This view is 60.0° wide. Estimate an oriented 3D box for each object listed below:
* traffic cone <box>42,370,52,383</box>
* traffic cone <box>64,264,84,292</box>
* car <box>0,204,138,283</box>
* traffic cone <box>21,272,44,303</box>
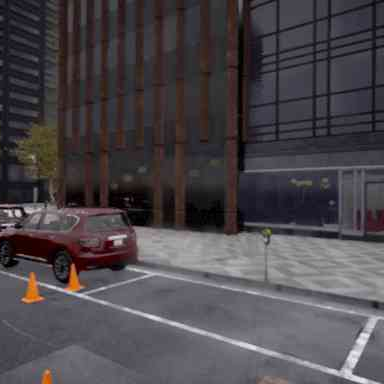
[{"bbox_3d":[-1.362,1.977,3.118,0.340,0.580,0.340,0,-1,36],"label":"traffic cone"},{"bbox_3d":[-2.805,1.999,7.881,0.340,0.580,0.340,0,3,33],"label":"traffic cone"},{"bbox_3d":[-3.818,1.381,9.937,5.009,1.841,2.192,0,0,36],"label":"car"},{"bbox_3d":[-3.400,2.001,7.099,0.340,0.580,0.340,0,-1,36],"label":"traffic cone"}]
